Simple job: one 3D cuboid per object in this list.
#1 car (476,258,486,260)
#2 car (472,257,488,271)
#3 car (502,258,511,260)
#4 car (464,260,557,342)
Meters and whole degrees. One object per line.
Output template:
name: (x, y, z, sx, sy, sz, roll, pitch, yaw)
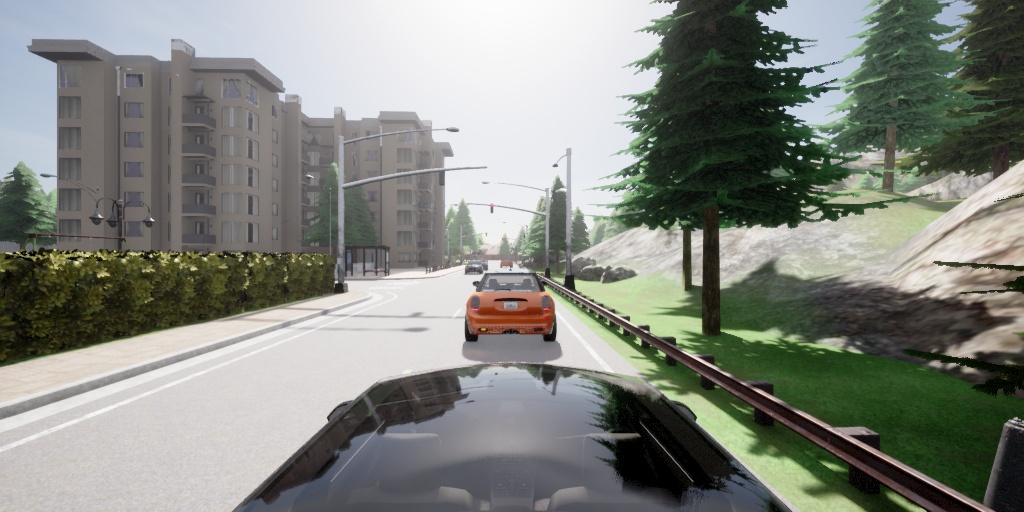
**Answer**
car: (-4.265, 1.255, 40.761, 1.837, 1.490, 4.892, 0, 0, -1)
car: (-4.448, 1.102, 50.672, 2.097, 1.767, 4.553, 0, 0, -2)
car: (-0.926, 1.102, 61.232, 2.097, 1.767, 4.553, 0, 0, -1)
car: (-0.052, 1.102, 9.975, 2.097, 1.767, 4.553, 0, 0, -1)
